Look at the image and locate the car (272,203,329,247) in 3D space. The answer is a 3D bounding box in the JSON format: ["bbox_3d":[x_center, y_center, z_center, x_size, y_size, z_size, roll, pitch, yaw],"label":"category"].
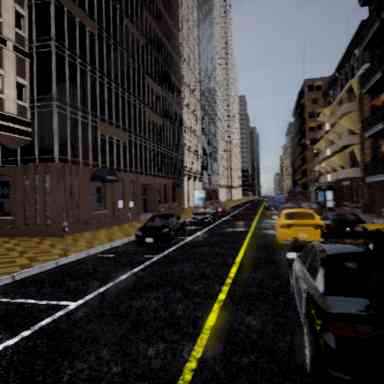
[{"bbox_3d":[4.742,1.503,15.044,1.882,1.535,5.008,-2,-1,13],"label":"car"}]

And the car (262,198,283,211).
[{"bbox_3d":[10.469,1.776,43.441,1.895,1.301,4.718,-2,-1,14],"label":"car"}]

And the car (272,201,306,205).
[{"bbox_3d":[6.189,1.551,20.867,1.837,1.490,4.892,-2,-1,13],"label":"car"}]

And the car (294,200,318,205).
[{"bbox_3d":[9.247,1.566,26.203,2.008,1.369,4.403,-2,-1,13],"label":"car"}]

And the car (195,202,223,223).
[{"bbox_3d":[1.081,1.828,28.068,2.008,1.369,4.403,-2,-1,13],"label":"car"}]

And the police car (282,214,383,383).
[{"bbox_3d":[2.646,1.406,5.377,1.930,1.638,5.238,-2,-1,13],"label":"police car"}]

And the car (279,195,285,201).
[{"bbox_3d":[14.275,1.432,48.231,2.192,1.841,5.009,-2,-1,13],"label":"car"}]

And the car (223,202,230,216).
[{"bbox_3d":[2.336,1.742,33.577,1.967,1.590,4.097,-2,-1,13],"label":"car"}]

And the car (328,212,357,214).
[{"bbox_3d":[5.507,1.470,9.849,1.752,1.417,4.829,-2,-1,13],"label":"car"}]

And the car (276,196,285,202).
[{"bbox_3d":[23.095,1.877,86.773,1.947,1.339,4.313,-2,-1,13],"label":"car"}]

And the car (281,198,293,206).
[{"bbox_3d":[16.800,1.750,59.241,1.802,1.307,4.206,-2,-1,13],"label":"car"}]

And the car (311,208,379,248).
[{"bbox_3d":[6.730,1.533,15.190,1.947,1.339,4.313,-2,-1,13],"label":"car"}]

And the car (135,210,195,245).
[{"bbox_3d":[-1.437,1.795,17.055,1.947,1.339,4.313,-2,-1,13],"label":"car"}]

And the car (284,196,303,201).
[{"bbox_3d":[11.761,1.506,37.216,1.967,1.590,4.097,-2,-1,13],"label":"car"}]
